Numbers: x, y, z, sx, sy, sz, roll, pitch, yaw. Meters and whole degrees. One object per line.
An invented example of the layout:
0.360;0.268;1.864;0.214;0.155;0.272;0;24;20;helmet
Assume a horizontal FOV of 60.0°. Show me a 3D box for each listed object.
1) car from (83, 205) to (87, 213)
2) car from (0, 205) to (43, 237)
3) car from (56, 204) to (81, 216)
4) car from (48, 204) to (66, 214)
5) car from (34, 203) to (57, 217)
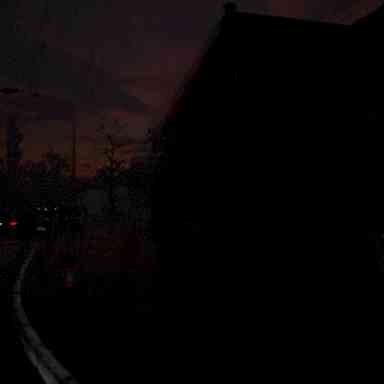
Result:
-17.629;2.643;52.407;1.895;1.301;4.718;0;-2;-12;car
-10.022;1.674;18.618;2.033;1.411;5.357;0;-1;-16;car
-15.526;2.293;42.291;1.812;1.442;4.674;0;-2;-12;car
-20.721;2.561;51.312;1.812;1.442;4.674;0;-2;-12;car
-18.706;2.124;41.621;2.097;1.767;4.553;0;-1;-12;car
